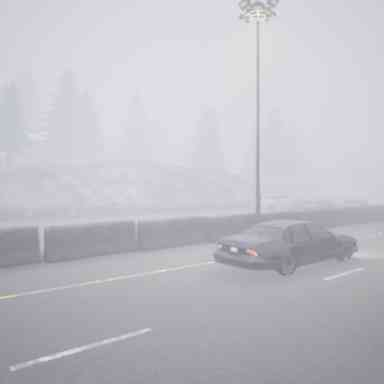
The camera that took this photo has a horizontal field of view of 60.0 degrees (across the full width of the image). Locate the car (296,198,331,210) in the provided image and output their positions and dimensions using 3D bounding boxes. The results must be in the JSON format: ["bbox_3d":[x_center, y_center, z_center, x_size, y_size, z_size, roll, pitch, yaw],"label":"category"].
[{"bbox_3d":[14.238,1.559,36.623,5.357,1.411,2.033,-1,0,-37],"label":"car"}]

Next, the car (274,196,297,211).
[{"bbox_3d":[12.619,1.528,39.779,4.902,1.511,2.128,-1,0,-37],"label":"car"}]

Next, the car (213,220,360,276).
[{"bbox_3d":[3.153,1.603,10.544,5.357,1.411,2.033,0,0,-37],"label":"car"}]

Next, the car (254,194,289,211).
[{"bbox_3d":[10.389,1.291,42.485,5.566,2.045,2.150,-1,0,-37],"label":"car"}]

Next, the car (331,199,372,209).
[{"bbox_3d":[16.669,1.480,34.069,4.892,1.490,1.837,-1,0,-37],"label":"car"}]
